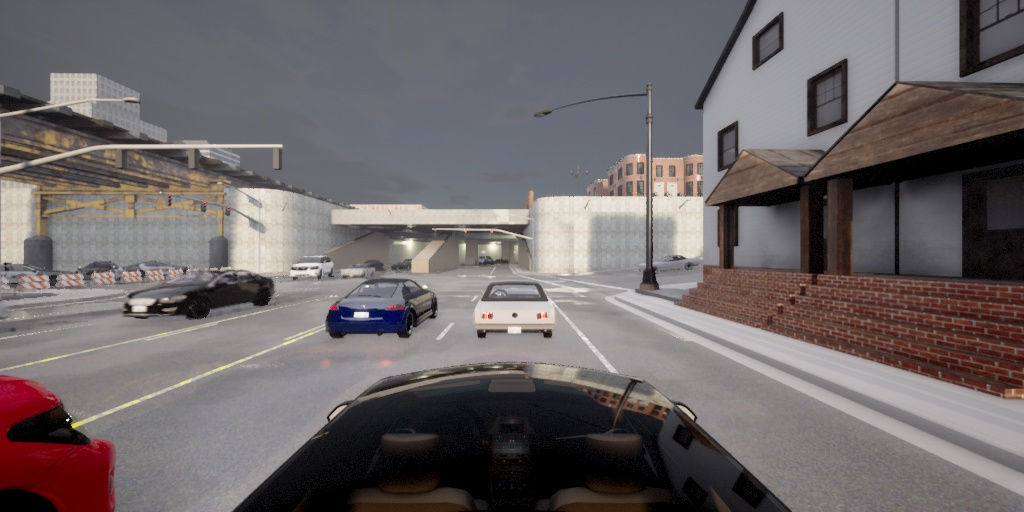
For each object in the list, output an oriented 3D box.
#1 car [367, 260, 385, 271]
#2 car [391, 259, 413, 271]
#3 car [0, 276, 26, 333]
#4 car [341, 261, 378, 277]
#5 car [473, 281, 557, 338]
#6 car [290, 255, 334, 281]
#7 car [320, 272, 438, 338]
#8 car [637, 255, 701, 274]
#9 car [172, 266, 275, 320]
[{"bbox_3d":[-18.373,1.222,47.205,1.882,1.535,5.008,0,0,-1],"label":"car"},{"bbox_3d":[-14.907,1.345,48.682,1.895,1.301,4.718,0,0,-1],"label":"car"},{"bbox_3d":[-14.091,1.275,7.392,1.812,1.442,4.674,0,0,0],"label":"car"},{"bbox_3d":[-13.868,1.347,32.412,1.895,1.301,4.718,0,0,-9],"label":"car"},{"bbox_3d":[0.071,1.350,10.156,1.895,1.301,4.718,0,0,0],"label":"car"},{"bbox_3d":[-17.034,0.969,30.796,2.150,2.045,5.566,-1,0,-13],"label":"car"},{"bbox_3d":[-3.431,1.313,10.201,1.994,1.385,4.181,0,0,0],"label":"car"},{"bbox_3d":[13.056,0.662,30.135,4.718,1.301,1.895,-7,0,0],"label":"car"},{"bbox_3d":[-10.618,1.240,12.669,2.128,1.511,4.902,0,0,0],"label":"car"}]
